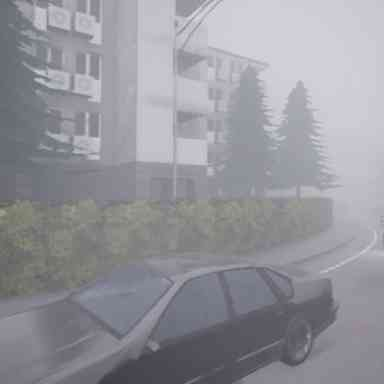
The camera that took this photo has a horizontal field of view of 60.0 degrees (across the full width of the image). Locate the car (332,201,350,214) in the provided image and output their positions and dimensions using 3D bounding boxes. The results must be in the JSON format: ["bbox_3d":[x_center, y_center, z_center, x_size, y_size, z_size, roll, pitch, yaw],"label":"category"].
[{"bbox_3d":[18.172,1.951,43.172,2.128,1.511,4.902,1,0,-17],"label":"car"}]

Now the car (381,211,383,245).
[{"bbox_3d":[10.009,1.701,15.439,1.837,1.490,4.892,1,-1,31],"label":"car"}]

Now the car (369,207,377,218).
[{"bbox_3d":[19.459,1.905,32.987,1.837,1.490,4.892,0,0,2],"label":"car"}]

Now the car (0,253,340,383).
[{"bbox_3d":[-0.153,1.575,4.241,5.357,1.411,2.033,1,-1,-39],"label":"car"}]

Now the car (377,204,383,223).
[{"bbox_3d":[13.809,1.631,21.814,2.097,1.767,4.553,0,0,23],"label":"car"}]
